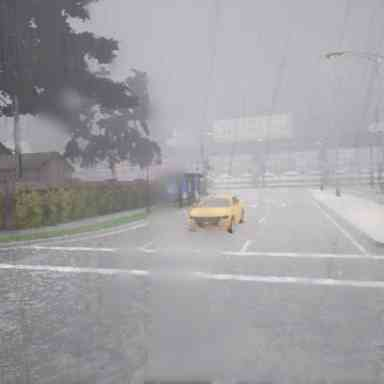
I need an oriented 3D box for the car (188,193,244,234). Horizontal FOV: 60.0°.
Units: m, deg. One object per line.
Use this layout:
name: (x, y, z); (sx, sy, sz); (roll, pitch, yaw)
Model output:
car: (1.261, 0.877, 15.737); (1.882, 1.535, 5.008); (-2, 2, 16)
